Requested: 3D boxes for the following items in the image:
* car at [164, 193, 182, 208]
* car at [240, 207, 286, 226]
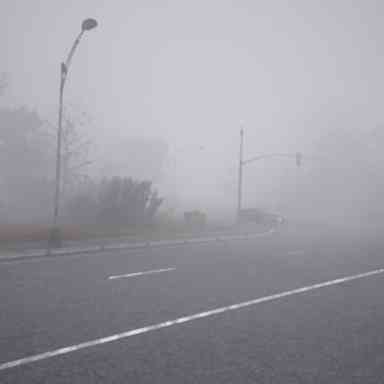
[{"bbox_3d":[-3.034,1.228,52.278,2.150,2.045,5.566,2,2,-14],"label":"car"},{"bbox_3d":[5.858,2.042,28.319,2.128,1.511,4.902,3,-1,-26],"label":"car"}]
